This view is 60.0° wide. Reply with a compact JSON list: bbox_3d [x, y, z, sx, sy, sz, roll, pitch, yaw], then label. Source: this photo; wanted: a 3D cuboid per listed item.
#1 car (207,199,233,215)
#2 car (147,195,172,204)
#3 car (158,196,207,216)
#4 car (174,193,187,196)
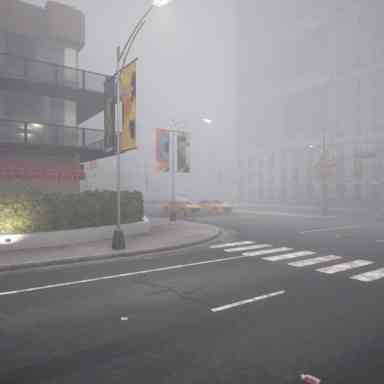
[{"bbox_3d":[2.090,1.478,34.307,1.882,1.535,5.008,0,0,-35],"label":"car"},{"bbox_3d":[-6.142,1.601,59.288,4.718,1.301,1.895,0,0,42],"label":"car"},{"bbox_3d":[-1.037,1.478,32.669,1.882,1.535,5.008,0,0,-35],"label":"car"},{"bbox_3d":[-2.530,1.221,62.095,2.150,2.045,5.566,0,0,-20],"label":"car"}]
